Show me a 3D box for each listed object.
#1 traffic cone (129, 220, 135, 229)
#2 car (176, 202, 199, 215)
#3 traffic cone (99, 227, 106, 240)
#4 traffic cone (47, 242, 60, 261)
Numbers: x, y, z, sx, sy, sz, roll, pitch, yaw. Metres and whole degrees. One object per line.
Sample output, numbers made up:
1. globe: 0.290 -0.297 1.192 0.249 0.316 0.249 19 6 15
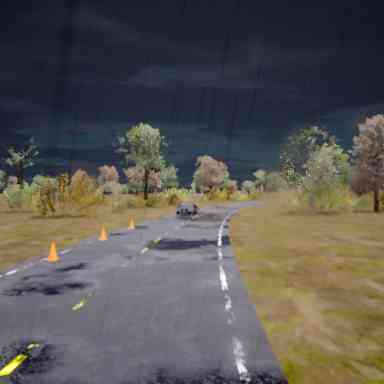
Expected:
1. traffic cone: -3.877 2.075 21.445 0.340 0.580 0.340 0 0 6
2. car: -0.468 1.780 36.122 1.994 1.385 4.181 0 0 9
3. traffic cone: -4.371 2.043 16.403 0.340 0.580 0.340 0 0 5
4. traffic cone: -4.740 2.012 11.351 0.340 0.580 0.340 0 0 3
